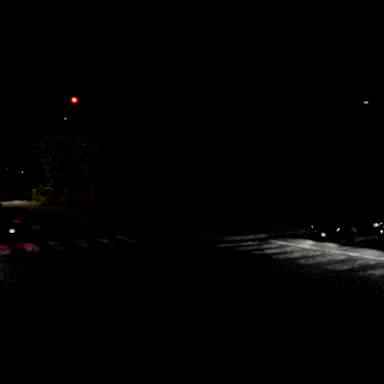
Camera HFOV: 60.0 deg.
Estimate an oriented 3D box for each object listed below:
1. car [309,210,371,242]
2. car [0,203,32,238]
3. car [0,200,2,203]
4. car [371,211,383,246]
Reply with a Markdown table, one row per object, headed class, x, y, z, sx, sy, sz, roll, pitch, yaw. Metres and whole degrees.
| class | x | y | z | sx | sy | sz | roll | pitch | yaw |
| --- | --- | --- | --- | --- | --- | --- | --- | --- | --- |
| car | 8.469 | 1.659 | 17.357 | 5.357 | 1.411 | 2.033 | 0 | 0 | -34 |
| car | -9.569 | 1.546 | 17.401 | 1.837 | 1.490 | 4.892 | 0 | 0 | -32 |
| car | -25.196 | 1.470 | 41.936 | 2.097 | 1.767 | 4.553 | -1 | 0 | -33 |
| car | 10.044 | 1.632 | 14.508 | 4.674 | 1.442 | 1.812 | 0 | 0 | -34 |
